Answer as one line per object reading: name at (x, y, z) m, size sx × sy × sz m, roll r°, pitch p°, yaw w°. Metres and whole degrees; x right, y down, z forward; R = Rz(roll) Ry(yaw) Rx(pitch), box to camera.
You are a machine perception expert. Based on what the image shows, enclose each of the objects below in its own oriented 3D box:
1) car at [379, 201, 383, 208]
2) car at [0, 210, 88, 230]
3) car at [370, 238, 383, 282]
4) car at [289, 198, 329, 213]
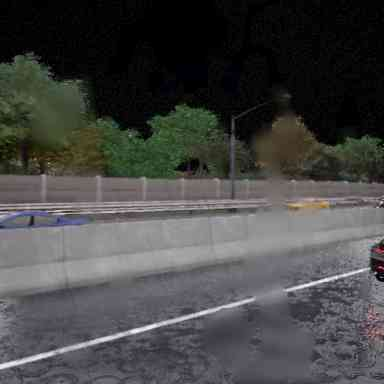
car at (23.110, 1.242, 37.616) m, size 4.553 × 1.767 × 2.097 m, roll 0°, pitch 0°, yaw -35°
car at (-6.377, 1.477, 12.339) m, size 5.008 × 1.535 × 1.882 m, roll 0°, pitch 0°, yaw -35°
car at (6.390, 1.493, 8.427) m, size 4.892 × 1.490 × 1.837 m, roll 0°, pitch 0°, yaw -35°
car at (11.968, 1.412, 34.000) m, size 5.008 × 1.535 × 1.882 m, roll 0°, pitch 0°, yaw -35°
